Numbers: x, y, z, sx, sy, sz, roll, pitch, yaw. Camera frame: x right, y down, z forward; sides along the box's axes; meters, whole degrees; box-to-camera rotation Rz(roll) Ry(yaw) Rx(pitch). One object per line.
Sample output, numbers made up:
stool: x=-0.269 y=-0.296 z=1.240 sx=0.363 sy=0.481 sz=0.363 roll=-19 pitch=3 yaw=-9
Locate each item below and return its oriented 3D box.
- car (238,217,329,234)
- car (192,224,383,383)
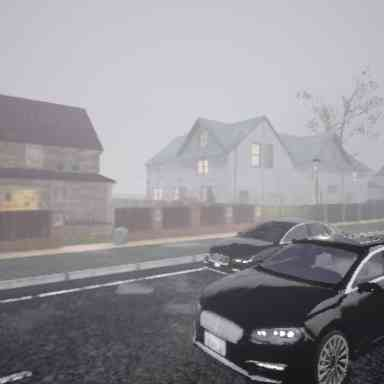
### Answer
car: x=2.593 y=1.529 z=9.522 sx=4.892 sy=1.490 sz=1.837 roll=0 pitch=0 yaw=-35
car: x=2.262 y=1.508 z=5.296 sx=4.902 sy=1.511 sz=2.128 roll=0 pitch=0 yaw=-35
